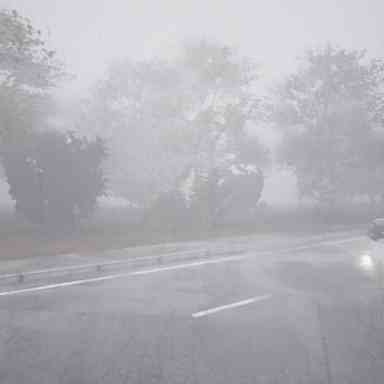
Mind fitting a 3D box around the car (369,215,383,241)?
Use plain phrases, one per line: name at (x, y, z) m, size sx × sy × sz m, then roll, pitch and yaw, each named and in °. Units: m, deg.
car at (10.225, 1.481, 15.584) m, size 5.008 × 1.535 × 1.882 m, roll 0°, pitch 0°, yaw -35°
